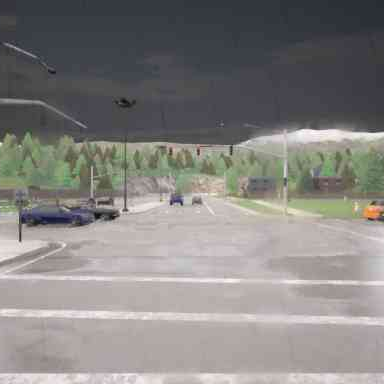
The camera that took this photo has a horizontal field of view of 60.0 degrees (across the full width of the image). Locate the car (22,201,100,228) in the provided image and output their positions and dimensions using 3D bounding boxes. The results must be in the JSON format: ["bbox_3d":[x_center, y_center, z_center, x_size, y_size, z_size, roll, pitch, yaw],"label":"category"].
[{"bbox_3d":[-8.746,1.526,21.653,4.674,1.442,1.812,0,0,0],"label":"car"}]

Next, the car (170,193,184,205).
[{"bbox_3d":[-2.631,1.222,57.371,2.150,2.045,5.566,0,0,1],"label":"car"}]

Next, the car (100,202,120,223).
[{"bbox_3d":[-7.886,1.601,25.145,4.718,1.301,1.895,0,0,0],"label":"car"}]

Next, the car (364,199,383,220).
[{"bbox_3d":[15.543,1.352,24.973,4.553,1.767,2.097,0,0,0],"label":"car"}]

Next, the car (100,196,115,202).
[{"bbox_3d":[-14.323,1.478,55.486,1.882,1.535,5.008,0,0,1],"label":"car"}]

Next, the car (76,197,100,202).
[{"bbox_3d":[-14.491,1.505,45.176,1.837,1.490,4.892,0,0,1],"label":"car"}]

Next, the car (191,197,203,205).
[{"bbox_3d":[0.883,1.547,58.264,2.033,1.411,5.357,0,0,1],"label":"car"}]

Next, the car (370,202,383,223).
[{"bbox_3d":[14.922,1.547,21.477,5.357,1.411,2.033,0,0,0],"label":"car"}]
